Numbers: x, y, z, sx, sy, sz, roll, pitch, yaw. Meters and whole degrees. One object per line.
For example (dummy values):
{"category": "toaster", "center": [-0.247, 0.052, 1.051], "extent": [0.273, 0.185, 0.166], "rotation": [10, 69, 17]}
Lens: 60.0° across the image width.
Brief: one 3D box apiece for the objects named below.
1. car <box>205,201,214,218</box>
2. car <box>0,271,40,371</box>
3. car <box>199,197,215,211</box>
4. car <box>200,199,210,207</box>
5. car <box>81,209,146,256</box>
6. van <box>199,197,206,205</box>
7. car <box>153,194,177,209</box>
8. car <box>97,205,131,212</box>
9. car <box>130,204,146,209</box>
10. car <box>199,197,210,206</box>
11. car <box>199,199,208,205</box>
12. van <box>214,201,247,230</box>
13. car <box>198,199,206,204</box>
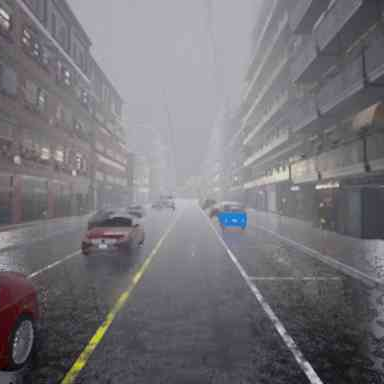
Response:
{"category": "car", "center": [2.662, 1.898, 33.858], "extent": [1.887, 1.381, 4.507], "rotation": [1, -1, 0]}
{"category": "car", "center": [-3.100, 1.561, 3.073], "extent": [1.812, 1.442, 4.674], "rotation": [0, -1, 0]}
{"category": "car", "center": [2.644, 1.843, 50.573], "extent": [2.192, 1.841, 5.009], "rotation": [1, -1, 0]}
{"category": "car", "center": [2.620, 2.232, 67.453], "extent": [1.752, 1.417, 4.829], "rotation": [1, -1, 0]}
{"category": "car", "center": [-3.105, 1.675, 13.956], "extent": [1.812, 1.442, 4.674], "rotation": [0, -1, 0]}
{"category": "van", "center": [2.603, 2.222, 83.998], "extent": [1.690, 1.788, 3.998], "rotation": [1, -1, 0]}
{"category": "car", "center": [-3.048, 1.263, 40.155], "extent": [2.150, 2.045, 5.566], "rotation": [0, -1, 0]}
{"category": "car", "center": [-5.705, 1.809, 22.746], "extent": [1.947, 1.339, 4.313], "rotation": [1, -1, 0]}
{"category": "car", "center": [-5.719, 1.925, 33.887], "extent": [1.947, 1.339, 4.313], "rotation": [1, -1, 0]}
{"category": "car", "center": [2.617, 2.078, 72.857], "extent": [2.192, 1.841, 5.009], "rotation": [1, -1, 0]}
{"category": "car", "center": [2.607, 2.367, 78.425], "extent": [1.887, 1.381, 4.507], "rotation": [1, -1, 0]}
{"category": "van", "center": [2.678, 1.578, 22.720], "extent": [1.690, 1.788, 3.998], "rotation": [1, -1, 0]}
{"category": "car", "center": [2.593, 2.491, 89.566], "extent": [2.008, 1.369, 4.403], "rotation": [1, -1, 0]}
